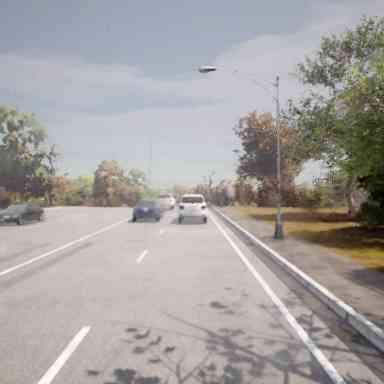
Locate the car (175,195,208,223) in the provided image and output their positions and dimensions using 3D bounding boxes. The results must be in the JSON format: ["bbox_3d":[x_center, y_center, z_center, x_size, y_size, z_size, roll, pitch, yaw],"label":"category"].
[{"bbox_3d":[0.071,1.215,25.878,2.150,2.045,5.566,0,0,1],"label":"car"}]

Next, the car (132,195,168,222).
[{"bbox_3d":[-3.419,1.343,26.728,2.097,1.767,4.553,0,0,0],"label":"car"}]

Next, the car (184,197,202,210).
[{"bbox_3d":[0.111,1.472,42.966,2.128,1.511,4.902,0,0,0],"label":"car"}]

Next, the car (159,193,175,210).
[{"bbox_3d":[-3.384,1.203,43.637,2.150,2.045,5.566,0,0,0],"label":"car"}]

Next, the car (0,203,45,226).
[{"bbox_3d":[-12.007,1.516,23.396,1.812,1.442,4.674,0,0,1],"label":"car"}]
